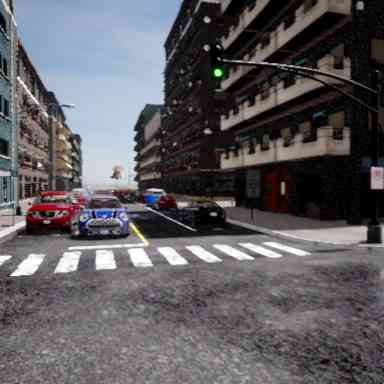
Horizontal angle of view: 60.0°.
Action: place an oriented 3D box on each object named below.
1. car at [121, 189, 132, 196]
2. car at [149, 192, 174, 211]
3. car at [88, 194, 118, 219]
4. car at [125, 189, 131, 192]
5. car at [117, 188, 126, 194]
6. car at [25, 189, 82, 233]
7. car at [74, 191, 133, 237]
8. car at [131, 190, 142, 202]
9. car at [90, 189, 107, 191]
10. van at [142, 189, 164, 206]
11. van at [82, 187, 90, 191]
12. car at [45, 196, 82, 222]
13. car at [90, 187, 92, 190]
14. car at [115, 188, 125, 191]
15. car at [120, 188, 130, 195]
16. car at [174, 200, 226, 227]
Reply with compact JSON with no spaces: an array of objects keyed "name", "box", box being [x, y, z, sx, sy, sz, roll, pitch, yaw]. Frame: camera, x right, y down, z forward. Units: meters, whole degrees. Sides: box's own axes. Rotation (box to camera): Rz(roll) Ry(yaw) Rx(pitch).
[{"name":"car","box":[-14.298,0.007,72.596,1.887,1.381,4.507,0,1,-16]},{"name":"car","box":[-2.414,0.947,29.810,1.802,1.307,4.206,0,1,-16]},{"name":"car","box":[-6.569,0.947,24.531,1.882,1.535,5.008,0,1,-15]},{"name":"car","box":[-9.841,0.354,56.551,2.008,1.369,4.403,0,1,-16]},{"name":"car","box":[-18.754,-0.331,88.642,2.008,1.369,4.403,0,1,-16]},{"name":"car","box":[-7.035,0.938,16.999,2.192,1.841,5.009,0,1,-16]},{"name":"car","box":[-4.130,1.006,15.648,2.097,1.767,4.553,0,1,-15]},{"name":"car","box":[-6.870,0.469,45.852,1.967,1.590,4.097,0,1,-16]},{"name":"car","box":[-9.086,0.757,33.605,1.882,1.535,5.008,0,1,-15]},{"name":"van","box":[-3.899,0.595,35.154,1.690,1.788,3.998,0,1,-16]},{"name":"van","box":[-12.977,0.517,38.393,1.690,1.788,3.998,0,1,-16]},{"name":"car","box":[-8.521,1.056,22.352,1.887,1.381,4.507,0,1,-16]},{"name":"car","box":[-11.661,0.435,42.974,2.097,1.767,4.553,0,1,-15]},{"name":"car","box":[-13.332,0.293,59.897,1.994,1.385,4.181,0,1,-16]},{"name":"car","box":[-15.784,-0.108,77.945,1.887,1.381,4.507,0,1,-16]},{"name":"car","box":[0.557,1.154,19.112,1.947,1.339,4.313,0,1,-16]}]
